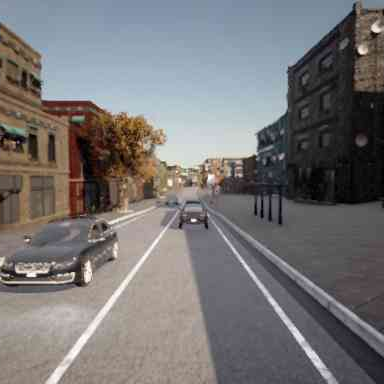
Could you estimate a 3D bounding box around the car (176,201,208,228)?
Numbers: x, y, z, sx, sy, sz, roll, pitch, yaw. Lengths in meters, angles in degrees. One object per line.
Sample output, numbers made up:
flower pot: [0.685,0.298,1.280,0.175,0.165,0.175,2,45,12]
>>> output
car: [0.098,1.534,22.215,1.812,1.442,4.674,0,0,0]

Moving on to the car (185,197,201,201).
car: [0.129,1.401,42.120,1.882,1.535,5.008,0,0,0]

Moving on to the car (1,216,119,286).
car: [-3.381,1.504,9.461,1.837,1.490,4.892,0,0,0]

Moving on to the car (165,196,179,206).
car: [-3.051,1.320,50.829,2.128,1.511,4.902,0,1,1]
